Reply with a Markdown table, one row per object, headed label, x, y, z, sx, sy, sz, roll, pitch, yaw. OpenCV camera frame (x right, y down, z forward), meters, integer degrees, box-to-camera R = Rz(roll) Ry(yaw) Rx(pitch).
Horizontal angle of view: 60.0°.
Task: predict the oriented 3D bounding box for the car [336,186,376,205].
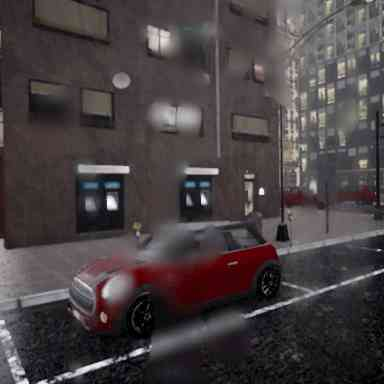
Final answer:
| label | x | y | z | sx | sy | sz | roll | pitch | yaw |
| --- | --- | --- | --- | --- | --- | --- | --- | --- | --- |
| car | 15.400 | 0.288 | 32.284 | 2.192 | 1.841 | 5.009 | 0 | 1 | -36 |

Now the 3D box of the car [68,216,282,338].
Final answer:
| label | x | y | z | sx | sy | sz | roll | pitch | yaw |
| --- | --- | --- | --- | --- | --- | --- | --- | --- | --- |
| car | -0.206 | 1.358 | 6.409 | 4.097 | 1.590 | 1.967 | -2 | 1 | -35 |

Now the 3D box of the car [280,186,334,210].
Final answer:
| label | x | y | z | sx | sy | sz | roll | pitch | yaw |
| --- | --- | --- | --- | --- | --- | --- | --- | --- | --- |
| car | 8.659 | 0.467 | 27.311 | 2.192 | 1.841 | 5.009 | 0 | 1 | -36 |
